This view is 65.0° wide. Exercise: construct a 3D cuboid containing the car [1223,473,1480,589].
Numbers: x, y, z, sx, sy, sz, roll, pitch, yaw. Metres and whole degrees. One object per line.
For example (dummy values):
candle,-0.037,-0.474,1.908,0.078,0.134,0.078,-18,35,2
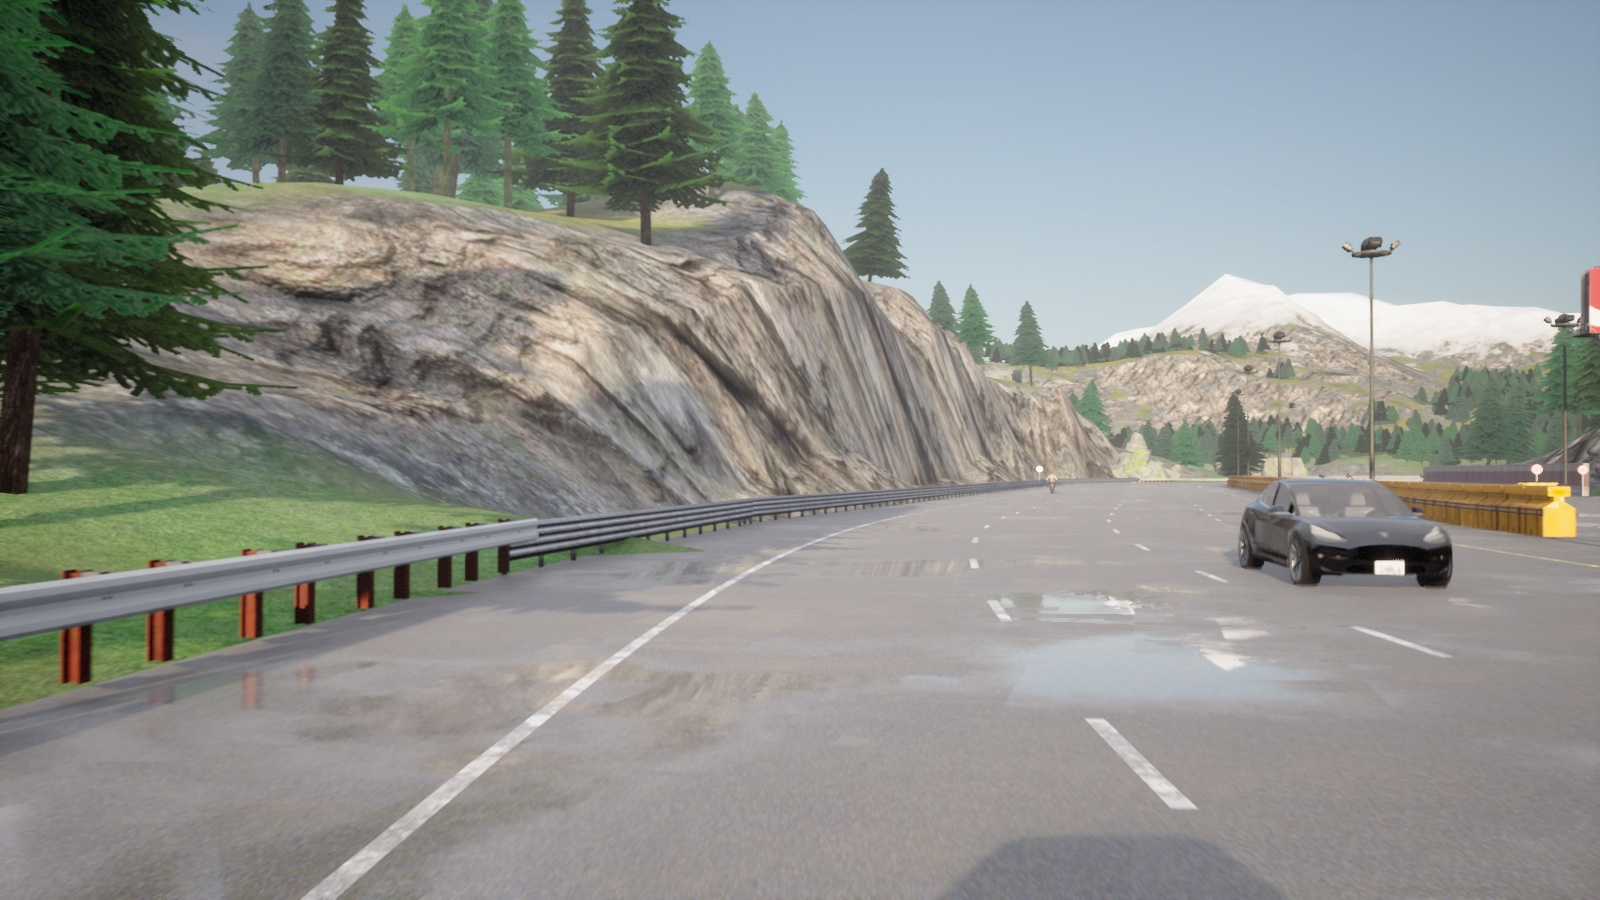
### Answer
car,7.956,1.096,18.700,2.163,1.488,4.792,0,-1,6
